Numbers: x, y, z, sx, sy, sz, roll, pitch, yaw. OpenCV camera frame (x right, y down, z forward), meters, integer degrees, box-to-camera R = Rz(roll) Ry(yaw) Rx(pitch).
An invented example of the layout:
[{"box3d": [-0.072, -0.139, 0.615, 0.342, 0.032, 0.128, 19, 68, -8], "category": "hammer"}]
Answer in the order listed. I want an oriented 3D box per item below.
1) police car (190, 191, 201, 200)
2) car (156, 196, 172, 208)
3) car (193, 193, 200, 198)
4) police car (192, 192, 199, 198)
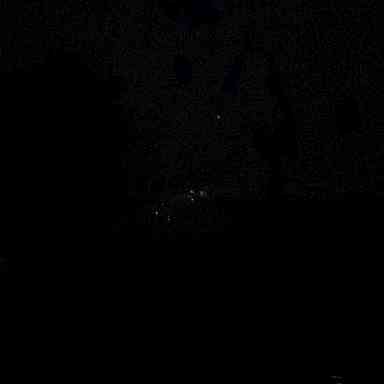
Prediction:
[{"box3d": [1.048, 0.929, 78.840, 1.930, 1.638, 5.238, 0, 1, 0], "category": "police car"}, {"box3d": [-3.582, 1.307, 43.146, 1.837, 1.490, 4.892, 0, 0, 0], "category": "car"}, {"box3d": [1.049, 0.941, 88.738, 1.812, 1.442, 4.674, 0, 1, 0], "category": "car"}, {"box3d": [1.048, 0.784, 94.852, 1.930, 1.638, 5.238, 0, 1, 0], "category": "police car"}]
